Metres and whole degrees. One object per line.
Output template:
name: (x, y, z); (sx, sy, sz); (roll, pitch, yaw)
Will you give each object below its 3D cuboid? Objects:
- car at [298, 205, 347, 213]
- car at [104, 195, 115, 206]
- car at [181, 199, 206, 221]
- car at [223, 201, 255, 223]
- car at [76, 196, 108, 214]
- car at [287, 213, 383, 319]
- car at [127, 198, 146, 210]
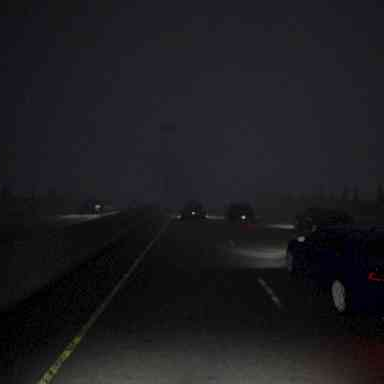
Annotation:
car: (7.099, 1.500, 18.213); (1.837, 1.490, 4.892); (0, 0, 0)
car: (-14.051, 1.337, 54.434); (2.097, 1.767, 4.553); (0, 0, 0)
car: (0.100, 1.557, 27.079); (1.994, 1.385, 4.181); (0, 0, 0)
car: (3.599, 1.498, 25.657); (1.837, 1.490, 4.892); (0, 0, 0)
car: (-10.594, 1.495, 34.735); (1.837, 1.490, 4.892); (0, 0, 0)
car: (3.600, 1.476, 7.449); (1.882, 1.535, 5.008); (0, 0, 0)
car: (-7.085, 1.480, 42.891); (2.128, 1.511, 4.902); (0, 0, 0)
